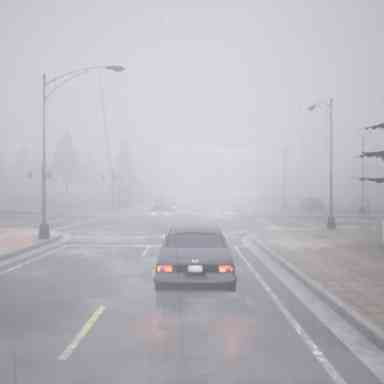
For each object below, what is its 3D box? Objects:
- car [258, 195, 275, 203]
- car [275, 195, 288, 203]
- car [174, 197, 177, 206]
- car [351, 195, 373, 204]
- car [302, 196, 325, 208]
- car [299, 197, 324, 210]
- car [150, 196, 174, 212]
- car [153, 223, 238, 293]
[{"bbox_3d":[14.234,1.345,65.482,2.007,1.523,4.514,0,0,0],"label":"car"},{"bbox_3d":[17.371,1.336,65.502,2.152,1.636,5.027,0,0,0],"label":"car"},{"bbox_3d":[-3.548,1.482,54.637,1.882,1.535,5.008,0,0,0],"label":"car"},{"bbox_3d":[29.137,1.324,57.706,1.845,1.501,3.633,0,0,0],"label":"car"},{"bbox_3d":[17.031,1.388,46.839,1.970,1.475,3.806,0,0,0],"label":"car"},{"bbox_3d":[13.974,1.377,39.449,1.845,1.501,3.633,0,0,0],"label":"car"},{"bbox_3d":[-3.575,1.355,38.571,2.097,1.767,4.553,0,0,0],"label":"car"},{"bbox_3d":[0.080,1.548,9.014,2.033,1.411,5.357,0,0,0],"label":"car"}]
